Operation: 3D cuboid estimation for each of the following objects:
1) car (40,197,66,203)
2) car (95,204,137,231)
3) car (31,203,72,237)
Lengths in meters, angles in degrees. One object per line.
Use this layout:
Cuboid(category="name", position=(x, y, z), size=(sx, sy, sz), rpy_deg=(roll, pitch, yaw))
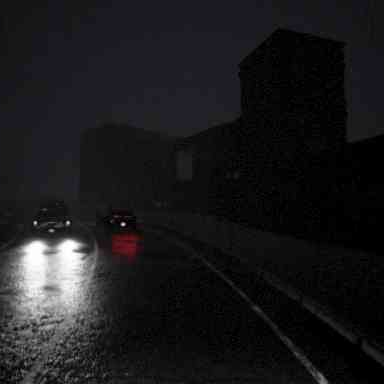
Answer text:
Cuboid(category="car", position=(-14.997, 1.337, 35.845), size=(1.837, 1.490, 4.892), rpy_deg=(4, -2, -41))
Cuboid(category="car", position=(-4.742, 1.505, 20.489), size=(1.837, 1.490, 4.892), rpy_deg=(2, -1, -23))
Cuboid(category="car", position=(-7.486, 1.518, 17.877), size=(1.895, 1.301, 4.718), rpy_deg=(1, 0, -22))
